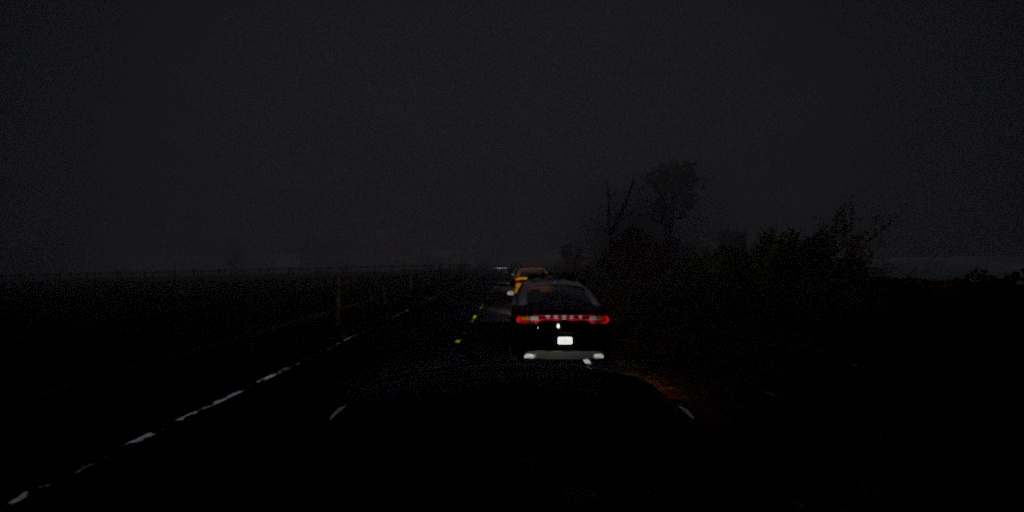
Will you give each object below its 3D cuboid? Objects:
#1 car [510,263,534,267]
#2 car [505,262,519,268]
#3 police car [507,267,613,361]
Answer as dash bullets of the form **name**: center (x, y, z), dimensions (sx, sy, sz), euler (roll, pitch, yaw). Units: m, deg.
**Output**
- **car**: center (1.002, 1.321, 18.411), dimensions (1.882, 1.535, 5.008), euler (0, 0, 1)
- **car**: center (0.492, 1.587, 46.331), dimensions (1.994, 1.385, 4.181), euler (0, 0, 1)
- **police car**: center (0.906, 1.212, 8.522), dimensions (1.930, 1.638, 5.238), euler (0, 0, 1)
